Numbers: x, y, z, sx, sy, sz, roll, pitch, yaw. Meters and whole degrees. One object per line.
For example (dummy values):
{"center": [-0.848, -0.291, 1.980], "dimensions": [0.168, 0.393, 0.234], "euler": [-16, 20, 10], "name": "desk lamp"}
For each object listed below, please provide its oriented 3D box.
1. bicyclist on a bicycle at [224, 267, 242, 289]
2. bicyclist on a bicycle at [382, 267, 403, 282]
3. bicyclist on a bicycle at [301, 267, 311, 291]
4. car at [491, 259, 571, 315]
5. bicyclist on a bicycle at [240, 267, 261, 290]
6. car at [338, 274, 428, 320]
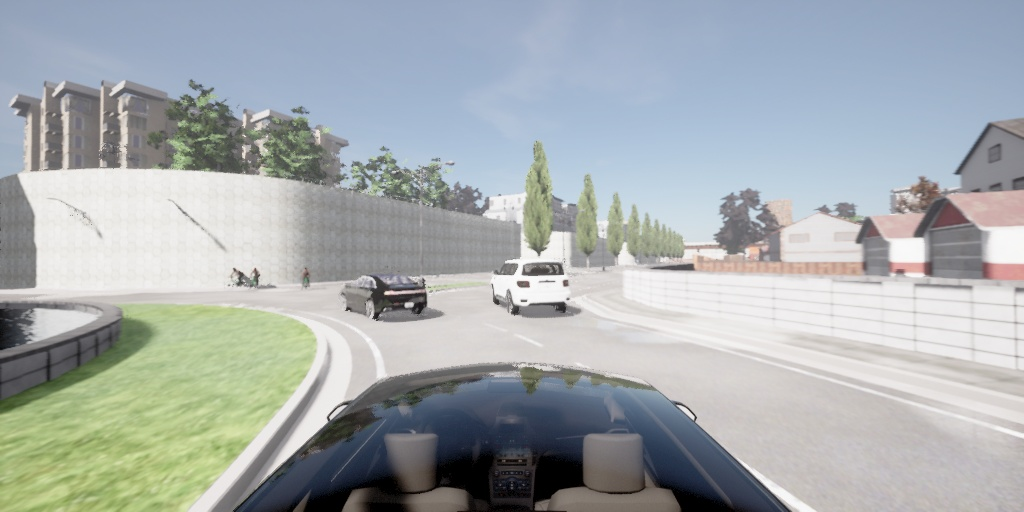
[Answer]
{"center": [-20.074, 1.591, 26.125], "dimensions": [0.582, 1.620, 1.656], "euler": [14, 12, 21], "name": "bicyclist on a bicycle"}
{"center": [-8.454, 1.587, 25.171], "dimensions": [1.620, 1.656, 0.582], "euler": [-3, 15, -33], "name": "bicyclist on a bicycle"}
{"center": [-14.390, 1.603, 25.084], "dimensions": [0.582, 1.620, 1.656], "euler": [0, -1, -23], "name": "bicyclist on a bicycle"}
{"center": [0.578, 1.151, 14.916], "dimensions": [2.150, 2.045, 5.566], "euler": [0, 0, -14], "name": "car"}
{"center": [-18.685, 1.618, 26.041], "dimensions": [0.582, 1.620, 1.656], "euler": [10, 2, -12], "name": "bicyclist on a bicycle"}
{"center": [-5.012, 1.433, 13.622], "dimensions": [2.128, 1.511, 4.902], "euler": [1, -1, -42], "name": "car"}
